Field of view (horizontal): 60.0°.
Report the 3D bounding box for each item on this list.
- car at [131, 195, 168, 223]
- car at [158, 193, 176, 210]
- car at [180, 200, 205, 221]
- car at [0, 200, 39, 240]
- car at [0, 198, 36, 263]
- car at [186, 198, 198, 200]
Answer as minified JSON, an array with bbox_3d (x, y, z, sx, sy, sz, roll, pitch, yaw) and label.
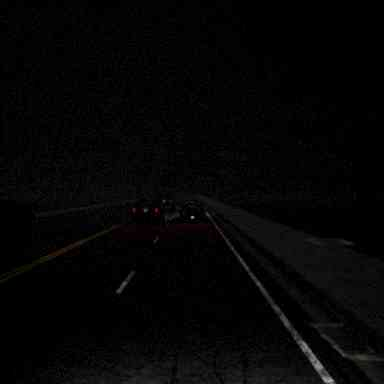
[{"bbox_3d":[-3.231,1.321,25.247,2.097,1.767,4.553,0,0,0],"label":"car"},{"bbox_3d":[-3.255,1.187,41.448,2.150,2.045,5.566,0,0,0],"label":"car"},{"bbox_3d":[0.038,1.568,26.574,1.895,1.301,4.718,0,0,0],"label":"car"},{"bbox_3d":[-9.840,1.334,16.859,2.097,1.767,4.553,0,0,0],"label":"car"},{"bbox_3d":[-6.611,1.211,9.039,2.150,2.045,5.566,0,0,0],"label":"car"},{"bbox_3d":[0.003,1.453,40.945,2.128,1.511,4.902,0,0,0],"label":"car"}]
